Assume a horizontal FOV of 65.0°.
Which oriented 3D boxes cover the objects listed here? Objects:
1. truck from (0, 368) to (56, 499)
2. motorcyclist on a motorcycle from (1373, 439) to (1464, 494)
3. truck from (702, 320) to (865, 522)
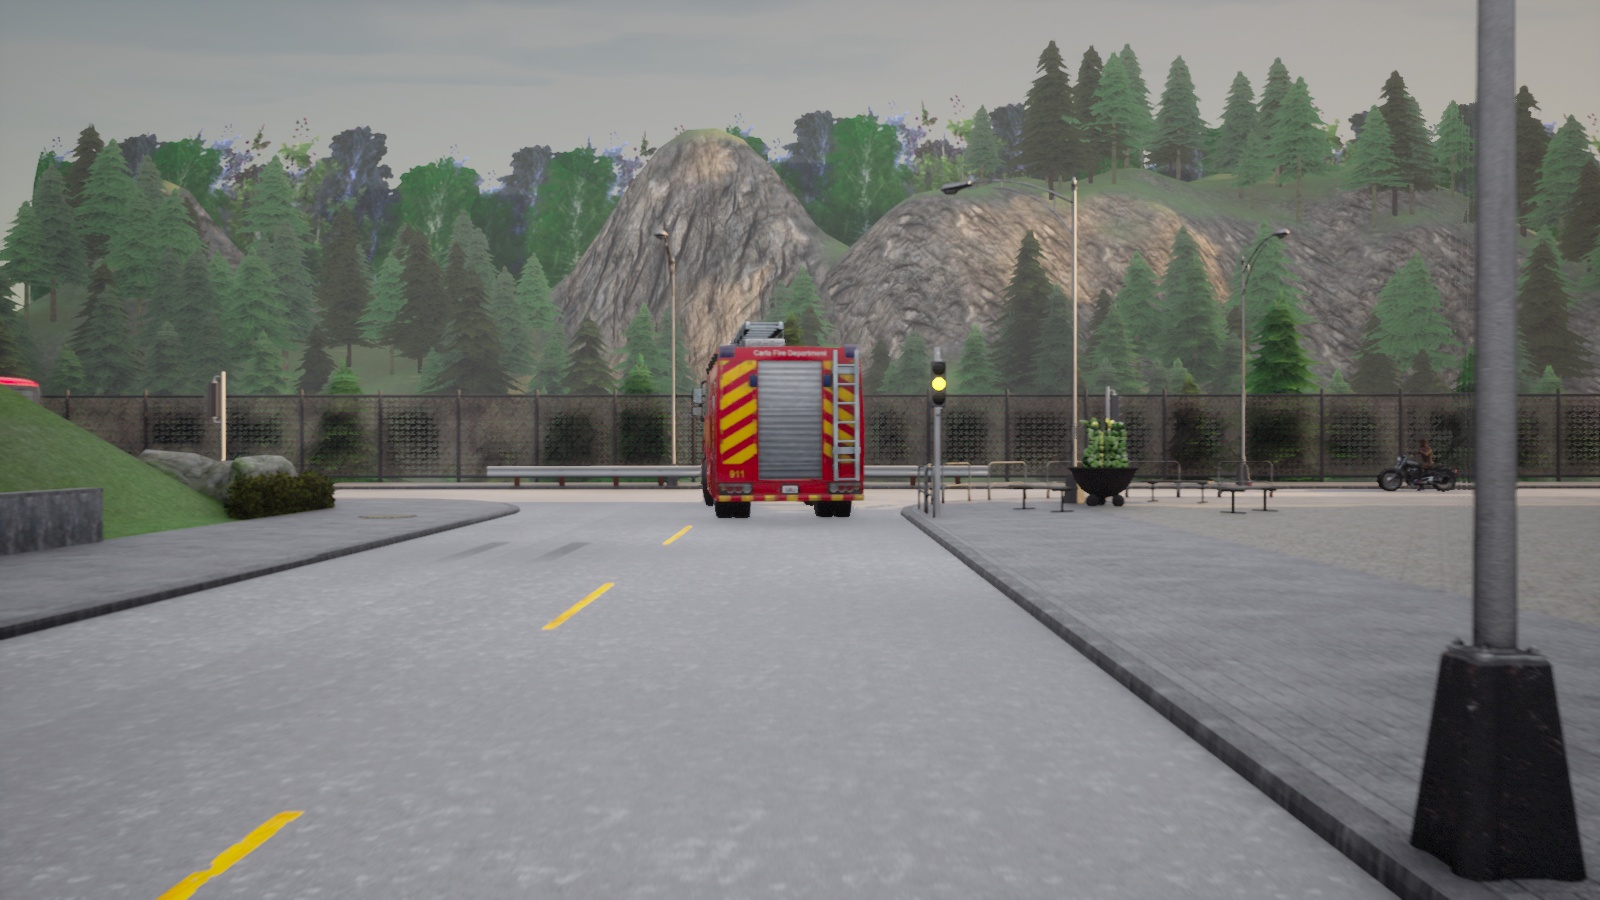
[{"bbox_3d":[-25.168,-0.450,34.421,7.936,3.462,2.891,0,0,3],"label":"truck"},{"bbox_3d":[18.737,0.497,38.072,2.350,1.649,0.766,0,0,0],"label":"motorcyclist on a motorcycle"},{"bbox_3d":[-0.635,-0.577,28.043,2.891,3.827,8.468,0,0,-6],"label":"truck"}]
